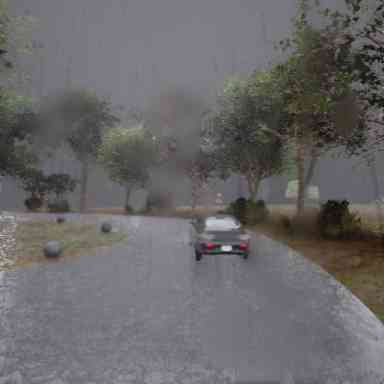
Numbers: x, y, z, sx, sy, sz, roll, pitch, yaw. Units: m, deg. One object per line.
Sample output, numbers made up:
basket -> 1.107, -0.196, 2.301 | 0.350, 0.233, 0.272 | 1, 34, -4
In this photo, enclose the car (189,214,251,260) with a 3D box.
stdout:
car -> 0.909, 1.522, 12.323 | 1.812, 1.442, 4.674 | 1, 0, -4
